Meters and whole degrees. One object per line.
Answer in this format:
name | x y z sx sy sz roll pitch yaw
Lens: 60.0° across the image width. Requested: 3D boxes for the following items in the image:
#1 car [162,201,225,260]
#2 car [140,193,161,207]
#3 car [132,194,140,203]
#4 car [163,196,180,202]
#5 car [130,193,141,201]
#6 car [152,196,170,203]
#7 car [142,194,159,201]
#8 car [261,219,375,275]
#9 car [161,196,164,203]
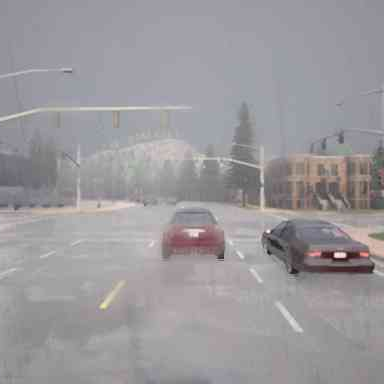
car | -0.003 1.388 12.765 2.097 1.767 4.553 0 0 -2
car | -6.913 1.376 55.776 2.150 2.045 5.566 0 0 -3
car | -10.622 1.721 70.987 2.128 1.511 4.902 0 0 -25
car | -3.554 1.663 57.350 1.837 1.490 4.892 0 0 -4
car | -14.135 1.360 87.626 5.566 2.045 2.150 0 0 43
car | -7.400 1.757 79.461 2.033 1.411 5.357 0 0 -35
car | -11.295 1.454 89.751 4.553 1.767 2.097 0 0 43
car | 3.579 1.577 10.522 2.033 1.411 5.357 0 0 0
car | -7.678 1.679 72.917 1.882 1.535 5.008 0 0 -25
